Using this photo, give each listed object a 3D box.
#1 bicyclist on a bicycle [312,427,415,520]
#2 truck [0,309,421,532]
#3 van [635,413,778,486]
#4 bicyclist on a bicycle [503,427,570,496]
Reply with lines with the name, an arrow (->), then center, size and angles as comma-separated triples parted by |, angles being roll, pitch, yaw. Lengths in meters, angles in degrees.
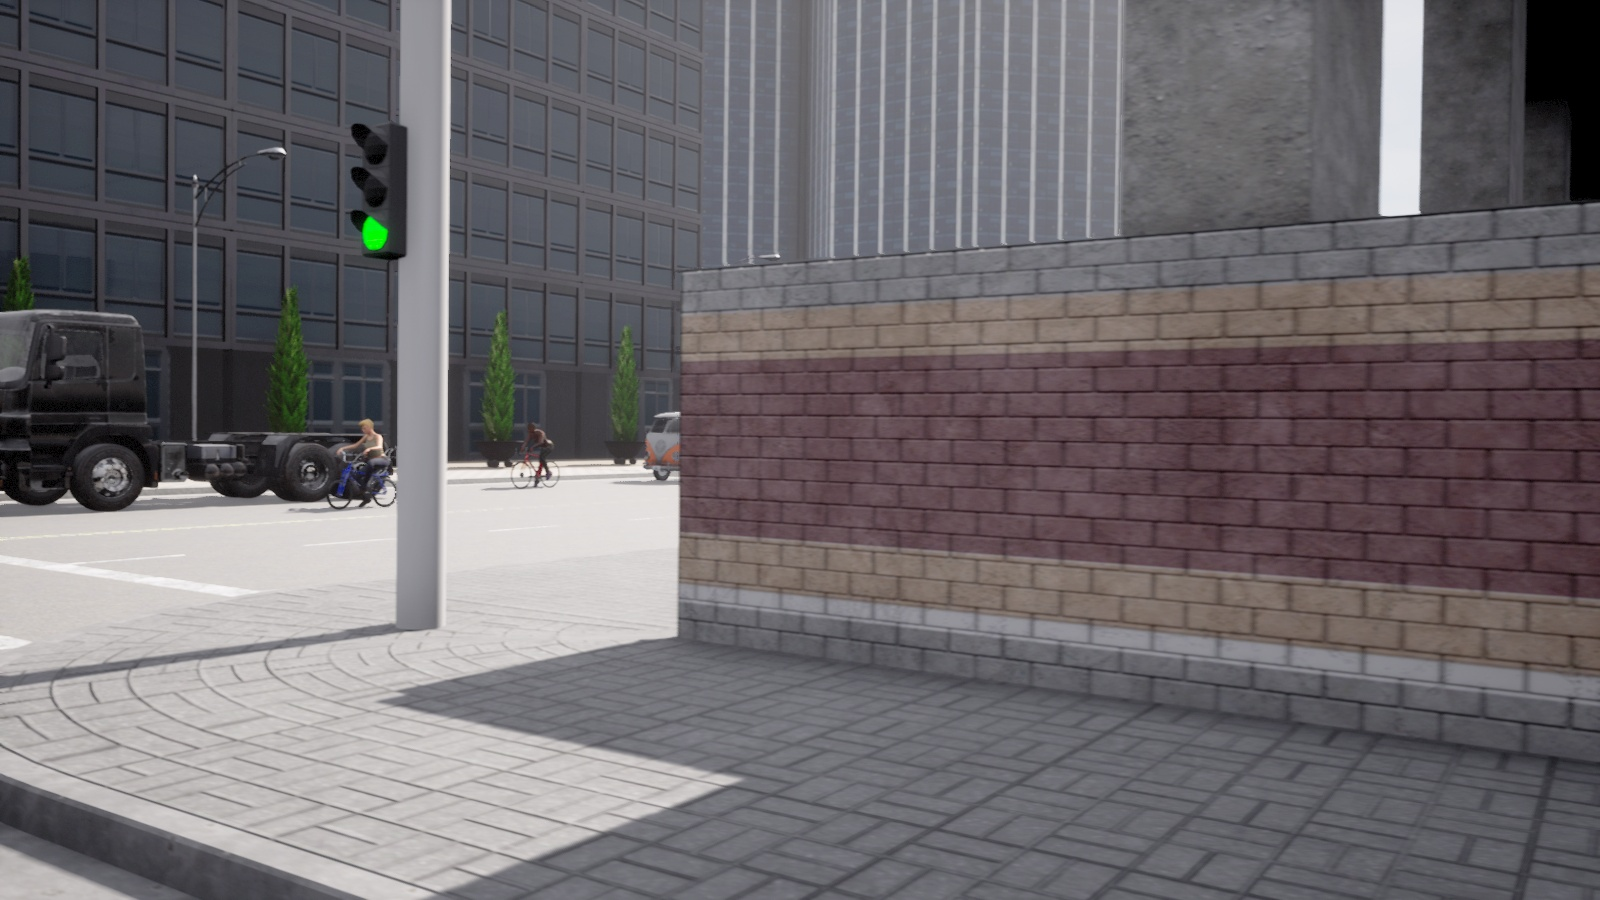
bicyclist on a bicycle -> -7.822, 0.389, 22.545 | 0.866, 1.612, 1.509 | 0, 1, 34
truck -> -11.306, -0.530, 23.633 | 2.891, 3.462, 7.936 | 0, 1, 34
van -> -2.638, -0.051, 36.592 | 1.775, 1.987, 4.442 | 0, 1, 34
bicyclist on a bicycle -> -6.463, 0.262, 30.878 | 0.582, 1.620, 1.656 | 0, 1, 34
